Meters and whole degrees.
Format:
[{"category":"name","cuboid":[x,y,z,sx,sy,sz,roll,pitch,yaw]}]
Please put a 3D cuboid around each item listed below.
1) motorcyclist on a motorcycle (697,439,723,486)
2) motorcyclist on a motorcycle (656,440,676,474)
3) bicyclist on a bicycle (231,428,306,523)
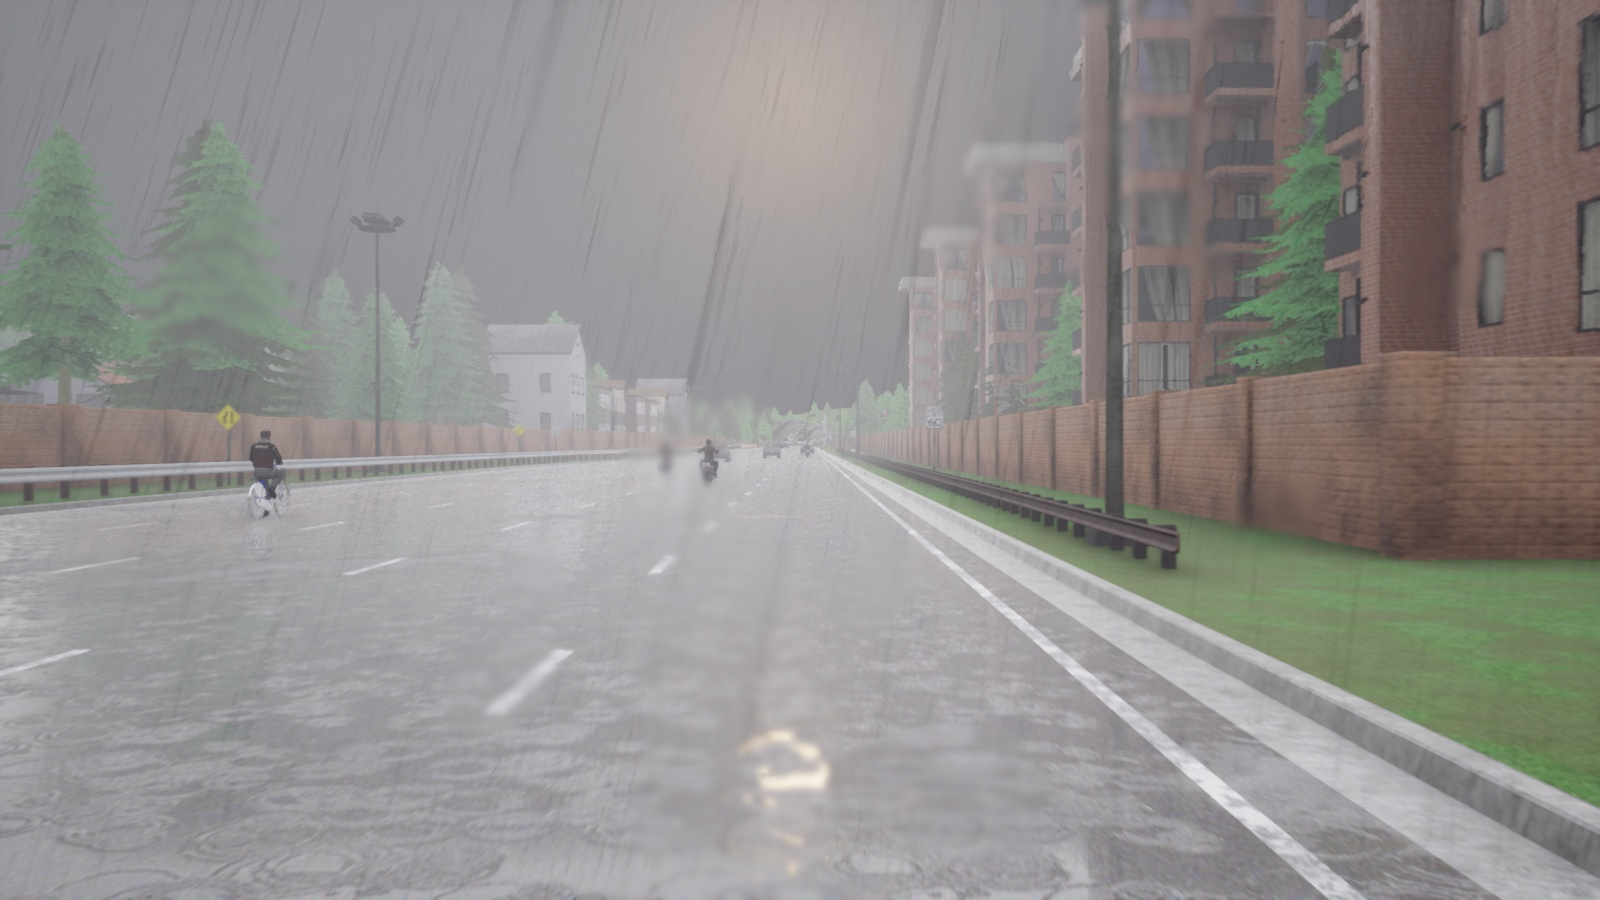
[{"category":"motorcyclist on a motorcycle","cuboid":[-3.228,0.440,45.146,0.766,1.649,2.350,0,0,0]},{"category":"motorcyclist on a motorcycle","cuboid":[-6.631,0.341,62.271,0.766,1.649,2.350,0,0,0]},{"category":"bicyclist on a bicycle","cuboid":[-10.346,0.471,24.512,0.659,1.776,1.843,0,1,0]}]
